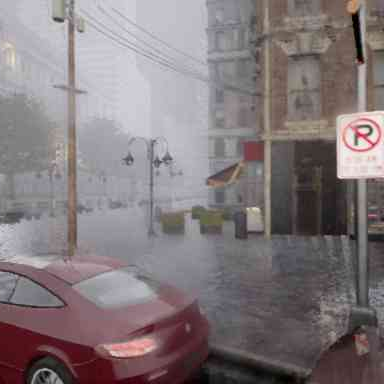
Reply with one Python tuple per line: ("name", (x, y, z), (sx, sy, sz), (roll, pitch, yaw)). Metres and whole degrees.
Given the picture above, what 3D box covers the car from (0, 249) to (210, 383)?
("car", (-2.020, 1.529, 4.493), (4.674, 1.452, 2.002), (0, 0, 29))
